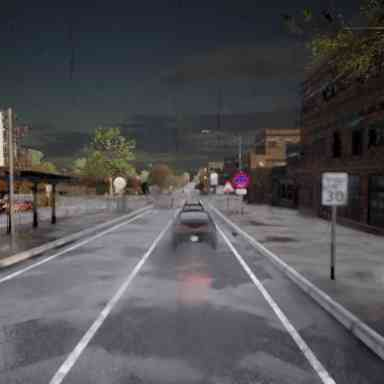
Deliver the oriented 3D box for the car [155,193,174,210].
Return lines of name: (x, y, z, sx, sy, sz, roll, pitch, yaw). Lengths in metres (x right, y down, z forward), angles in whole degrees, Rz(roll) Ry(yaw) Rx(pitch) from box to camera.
car: (-3.329, 1.127, 40.584, 2.097, 1.767, 4.553, 0, 7, 0)

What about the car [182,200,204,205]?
car: (0.097, 1.467, 31.049, 2.128, 1.511, 4.902, 0, 0, 0)

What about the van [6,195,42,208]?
van: (-21.992, 1.347, 43.436, 4.442, 1.987, 1.878, 0, 0, 0)

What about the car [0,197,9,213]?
car: (-22.130, 1.582, 35.110, 4.792, 1.488, 2.163, 0, 0, 0)

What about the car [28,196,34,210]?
car: (-22.136, 1.595, 40.661, 4.792, 1.488, 2.163, 0, 0, 0)

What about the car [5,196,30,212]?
car: (-21.917, 1.556, 37.884, 5.366, 1.575, 1.946, 0, 0, 0)

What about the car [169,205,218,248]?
car: (0.090, 1.529, 14.987, 1.837, 1.490, 4.892, 0, 0, 0)
